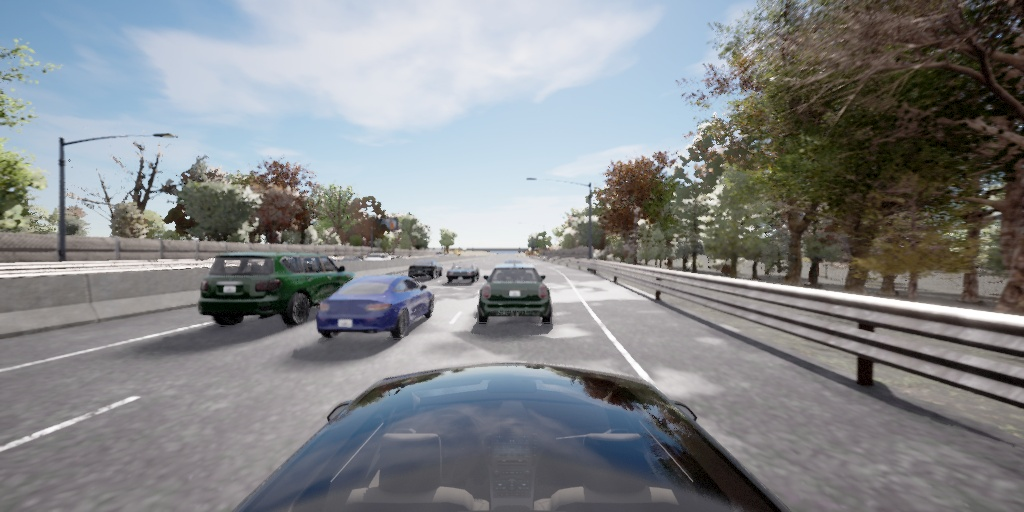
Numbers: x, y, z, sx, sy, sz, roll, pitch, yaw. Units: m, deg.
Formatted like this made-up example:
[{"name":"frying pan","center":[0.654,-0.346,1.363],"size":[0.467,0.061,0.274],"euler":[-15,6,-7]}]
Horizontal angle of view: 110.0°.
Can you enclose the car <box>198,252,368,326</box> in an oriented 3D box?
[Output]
[{"name":"car","center":[-6.911,0.897,11.473],"size":[2.150,2.045,5.566],"euler":[0,0,0]}]

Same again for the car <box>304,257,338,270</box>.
[{"name":"car","center":[-24.559,0.940,46.350],"size":[1.837,1.490,4.892],"euler":[0,0,0]}]

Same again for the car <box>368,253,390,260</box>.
[{"name":"car","center":[-17.563,0.656,46.712],"size":[2.150,2.045,5.566],"euler":[0,0,0]}]

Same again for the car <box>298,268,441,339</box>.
[{"name":"car","center":[-3.421,1.215,9.734],"size":[1.812,1.442,4.674],"euler":[0,0,1]}]

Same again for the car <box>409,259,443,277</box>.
[{"name":"car","center":[-6.904,1.026,29.195],"size":[1.882,1.535,5.008],"euler":[0,0,0]}]

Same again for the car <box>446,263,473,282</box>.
[{"name":"car","center":[-3.412,1.172,25.971],"size":[1.895,1.301,4.718],"euler":[0,0,0]}]

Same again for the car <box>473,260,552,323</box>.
[{"name":"car","center":[0.085,1.026,11.958],"size":[2.097,1.767,4.553],"euler":[0,1,0]}]

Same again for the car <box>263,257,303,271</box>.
[{"name":"car","center":[-28.035,0.951,44.085],"size":[1.837,1.490,4.892],"euler":[0,1,0]}]
